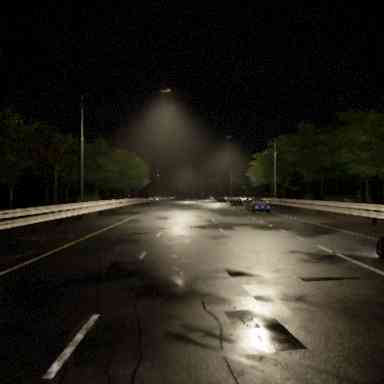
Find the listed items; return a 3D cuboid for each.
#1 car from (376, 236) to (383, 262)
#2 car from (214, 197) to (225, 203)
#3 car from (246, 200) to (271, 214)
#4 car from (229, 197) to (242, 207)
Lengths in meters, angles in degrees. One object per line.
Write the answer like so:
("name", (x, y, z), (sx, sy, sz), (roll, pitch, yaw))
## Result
("car", (7.128, 1.569, 9.333), (1.994, 1.385, 4.181), (0, 0, -2))
("car", (7.285, 1.976, 84.122), (1.994, 1.385, 4.181), (0, -1, 0))
("car", (7.034, 1.559, 35.530), (2.033, 1.411, 5.357), (0, 0, 0))
("car", (7.101, 1.593, 54.559), (2.128, 1.511, 4.902), (0, 0, 0))
